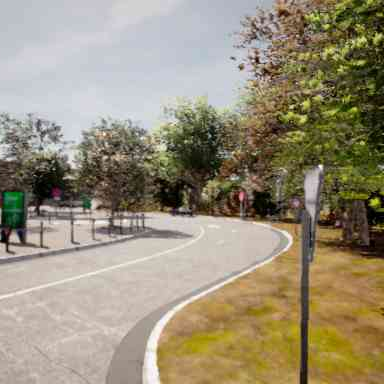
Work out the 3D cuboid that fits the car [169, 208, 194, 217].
[{"bbox_3d":[-1.690,3.093,50.866,1.895,1.301,4.718,2,-2,-35],"label":"car"}]
